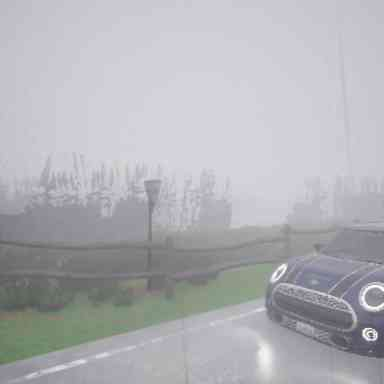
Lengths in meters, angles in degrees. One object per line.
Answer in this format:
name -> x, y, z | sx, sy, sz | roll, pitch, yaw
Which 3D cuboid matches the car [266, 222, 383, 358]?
car -> 3.462, 1.389, 6.096 | 4.553, 1.767, 2.097 | 0, 0, -36
